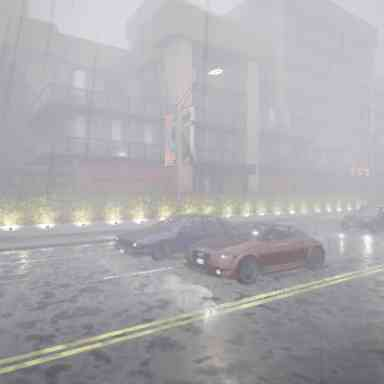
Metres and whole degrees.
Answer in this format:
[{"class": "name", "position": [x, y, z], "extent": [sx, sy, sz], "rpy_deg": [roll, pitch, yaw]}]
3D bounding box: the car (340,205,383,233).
[{"class": "car", "position": [10.867, 1.525, 19.937], "extent": [4.674, 1.442, 1.812], "rpy_deg": [0, 0, -34]}]

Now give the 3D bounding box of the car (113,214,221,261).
[{"class": "car", "position": [-0.101, 1.547, 12.412], "extent": [5.357, 1.411, 2.033], "rpy_deg": [0, 0, -35]}]

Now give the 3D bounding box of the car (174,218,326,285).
[{"class": "car", "position": [1.878, 1.563, 9.510], "extent": [4.181, 1.385, 1.994], "rpy_deg": [0, 0, -33]}]
